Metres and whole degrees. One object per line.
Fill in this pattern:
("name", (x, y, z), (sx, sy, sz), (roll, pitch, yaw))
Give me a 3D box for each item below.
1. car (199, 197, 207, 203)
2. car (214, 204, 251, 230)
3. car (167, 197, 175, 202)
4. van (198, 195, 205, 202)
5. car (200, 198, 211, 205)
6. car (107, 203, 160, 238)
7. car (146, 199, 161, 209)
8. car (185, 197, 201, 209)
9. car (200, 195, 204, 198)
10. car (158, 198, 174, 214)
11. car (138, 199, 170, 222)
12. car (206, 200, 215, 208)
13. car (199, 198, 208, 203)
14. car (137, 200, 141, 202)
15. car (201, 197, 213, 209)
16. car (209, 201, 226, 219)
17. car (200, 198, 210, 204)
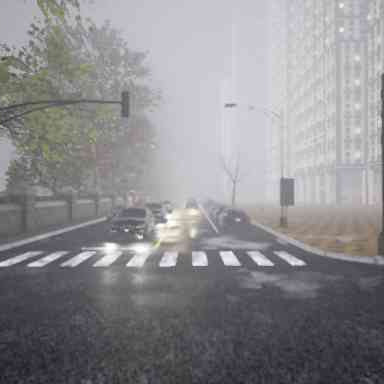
("car", (2.696, 2.003, 83.475), (1.802, 1.307, 4.206), (0, 0, 0))
("car", (2.693, 1.662, 21.520), (1.947, 1.339, 4.313), (0, 0, 0))
("car", (-5.684, 2.000, 89.107), (1.887, 1.381, 4.507), (0, 0, 0))
("van", (2.697, 1.831, 94.741), (1.690, 1.788, 3.998), (0, 0, 0))
("car", (2.695, 1.876, 66.578), (2.008, 1.369, 4.403), (0, 0, 0))
("car", (-3.097, 1.586, 18.201), (1.837, 1.490, 4.892), (0, 0, 0))
("car", (-5.685, 1.758, 49.513), (1.752, 1.417, 4.829), (0, 0, 0))
("car", (0.002, 1.830, 48.835), (1.895, 1.301, 4.718), (0, 0, 0))
("car", (2.695, 1.704, 55.315), (1.967, 1.590, 4.097), (0, 0, 0))
("car", (-3.081, 1.697, 37.306), (1.812, 1.442, 4.674), (0, 0, 0))
("car", (-3.095, 1.629, 27.574), (1.837, 1.490, 4.892), (0, 0, 0))
("car", (2.694, 1.715, 32.785), (1.947, 1.339, 4.313), (0, 0, 0))
("car", (2.696, 1.970, 77.843), (1.802, 1.307, 4.206), (0, 0, 0))
("car", (-5.686, 1.617, 38.418), (1.967, 1.590, 4.097), (0, 0, 0))
("car", (2.695, 1.779, 49.683), (1.887, 1.381, 4.507), (0, 0, 0))
("car", (2.693, 1.688, 27.152), (1.947, 1.339, 4.313), (0, 0, 0))
("car", (2.695, 1.907, 72.210), (2.008, 1.369, 4.403), (0, 0, 0))
